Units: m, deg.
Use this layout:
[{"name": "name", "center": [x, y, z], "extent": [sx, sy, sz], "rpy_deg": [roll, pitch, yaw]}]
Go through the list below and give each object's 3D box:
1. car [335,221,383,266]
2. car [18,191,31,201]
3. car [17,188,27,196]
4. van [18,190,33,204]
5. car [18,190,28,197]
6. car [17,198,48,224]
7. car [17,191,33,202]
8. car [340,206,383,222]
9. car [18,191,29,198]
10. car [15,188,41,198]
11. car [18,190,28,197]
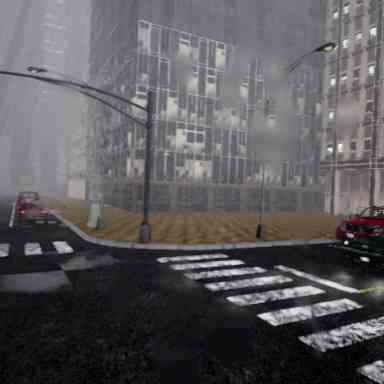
[{"name": "car", "center": [7.299, 1.835, 11.344], "extent": [4.718, 1.301, 1.895], "rpy_deg": [2, 1, -28]}, {"name": "car", "center": [-27.971, 0.648, 55.462], "extent": [1.887, 1.381, 4.507], "rpy_deg": [1, 0, -28]}, {"name": "car", "center": [-43.280, -0.084, 84.855], "extent": [2.192, 1.841, 5.009], "rpy_deg": [1, 0, -28]}, {"name": "van", "center": [-22.863, 0.610, 45.663], "extent": [1.690, 1.788, 3.998], "rpy_deg": [1, 0, -28]}, {"name": "car", "center": [-35.706, 0.376, 70.309], "extent": [1.752, 1.417, 4.829], "rpy_deg": [1, 0, -28]}, {"name": "car", "center": [-10.135, 1.260, 21.154], "extent": [1.802, 1.307, 4.206], "rpy_deg": [1, 0, -28]}, {"name": "car", "center": [-25.417, 0.626, 50.562], "extent": [1.967, 1.590, 4.097], "rpy_deg": [1, 0, -28]}, {"name": "car", "center": [8.854, 1.565, 15.100], "extent": [5.009, 1.841, 2.192], "rpy_deg": [2, 1, -28]}, {"name": "car", "center": [-33.076, 0.518, 65.260], "extent": [1.802, 1.307, 4.206], "rpy_deg": [1, 0, -28]}, {"name": "car", "center": [-15.216, 0.831, 30.960], "extent": [2.192, 1.841, 5.009], "rpy_deg": [1, 0, -28]}, {"name": "car", "center": [-38.180, 0.314, 75.058], "extent": [1.887, 1.381, 4.507], "rpy_deg": [1, 0, -28]}]
